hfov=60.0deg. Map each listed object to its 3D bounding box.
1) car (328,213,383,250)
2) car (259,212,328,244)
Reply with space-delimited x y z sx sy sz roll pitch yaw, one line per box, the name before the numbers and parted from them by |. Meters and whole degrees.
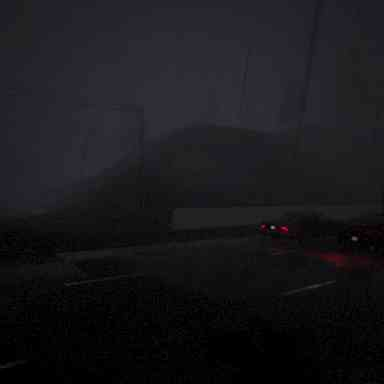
car | 8.138 1.617 13.958 5.008 1.535 1.882 0 0 -35
car | 5.712 1.682 16.532 5.357 1.411 2.033 1 0 -35
